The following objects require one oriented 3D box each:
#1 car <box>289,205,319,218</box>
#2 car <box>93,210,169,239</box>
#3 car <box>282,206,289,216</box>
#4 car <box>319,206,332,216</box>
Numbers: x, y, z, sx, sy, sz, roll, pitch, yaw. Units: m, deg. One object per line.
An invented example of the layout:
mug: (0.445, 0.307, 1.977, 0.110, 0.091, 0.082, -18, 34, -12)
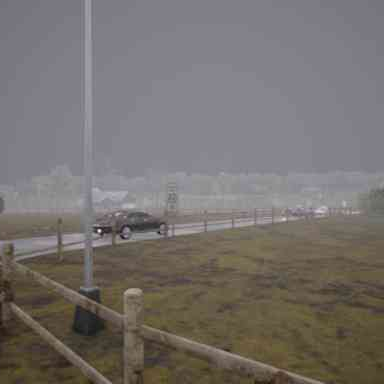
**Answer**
car: (14.918, 2.667, 44.302, 1.994, 1.385, 4.181, -2, -3, 36)
car: (-3.336, 1.794, 19.045, 1.837, 1.490, 4.892, -2, -3, 36)
car: (15.017, 2.676, 49.252, 2.097, 1.767, 4.553, -2, -3, 36)
car: (20.642, 2.957, 52.350, 1.812, 1.442, 4.674, -2, -3, 36)
